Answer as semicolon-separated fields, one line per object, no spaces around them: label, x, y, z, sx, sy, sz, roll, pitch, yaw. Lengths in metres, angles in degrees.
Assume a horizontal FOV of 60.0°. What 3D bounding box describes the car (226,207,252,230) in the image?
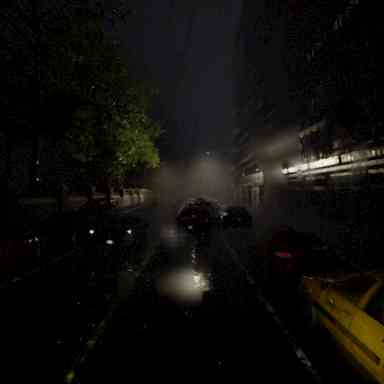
car;2.690;1.562;20.849;1.947;1.339;4.313;0;0;0

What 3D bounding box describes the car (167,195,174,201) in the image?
car;-5.689;1.570;88.240;1.752;1.417;4.829;0;0;0

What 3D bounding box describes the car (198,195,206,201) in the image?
car;2.691;1.484;88.411;1.967;1.590;4.097;0;0;0

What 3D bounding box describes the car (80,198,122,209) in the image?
car;-5.690;1.311;20.849;2.192;1.841;5.009;0;0;0

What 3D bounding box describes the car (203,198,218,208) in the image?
car;2.691;1.550;48.999;1.887;1.381;4.507;0;0;0

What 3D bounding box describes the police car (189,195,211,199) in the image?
police car;0.901;1.423;33.719;1.930;1.638;5.238;0;0;0

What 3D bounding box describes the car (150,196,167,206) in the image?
car;-5.690;1.450;54.630;1.967;1.590;4.097;0;0;0

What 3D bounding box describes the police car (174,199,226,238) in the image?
police car;0.444;1.422;17.906;1.930;1.638;5.238;0;0;12

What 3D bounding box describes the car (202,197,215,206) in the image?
car;2.691;1.554;54.630;1.887;1.381;4.507;0;0;0

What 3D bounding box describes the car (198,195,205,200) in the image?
car;2.692;1.618;94.041;1.947;1.339;4.313;0;0;0

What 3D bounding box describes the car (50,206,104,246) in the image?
car;-5.691;1.541;15.217;1.887;1.381;4.507;0;0;0

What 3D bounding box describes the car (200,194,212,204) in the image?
car;2.690;1.334;65.889;2.192;1.841;5.009;0;0;0

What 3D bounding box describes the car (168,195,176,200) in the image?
car;-5.688;1.604;94.041;2.008;1.369;4.403;0;0;0

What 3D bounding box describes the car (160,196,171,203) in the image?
car;-5.689;1.575;71.520;2.008;1.369;4.403;0;0;0

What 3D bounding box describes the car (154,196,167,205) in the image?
car;-5.690;1.455;60.258;1.967;1.590;4.097;0;0;0

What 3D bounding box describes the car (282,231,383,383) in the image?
car;2.690;1.524;4.126;1.752;1.417;4.829;0;0;0

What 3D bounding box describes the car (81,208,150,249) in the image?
car;-3.100;1.597;14.813;1.895;1.301;4.718;0;0;0

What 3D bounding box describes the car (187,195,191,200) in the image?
car;0.002;1.555;52.122;2.033;1.411;5.357;0;0;0

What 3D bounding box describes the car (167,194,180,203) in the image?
car;-2.999;1.125;55.354;1.837;1.490;4.892;0;0;0

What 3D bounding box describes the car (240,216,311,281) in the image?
car;2.689;1.579;9.587;1.802;1.307;4.206;0;0;0

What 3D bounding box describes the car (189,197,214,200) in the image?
car;0.901;1.474;27.609;1.882;1.535;5.008;0;0;0

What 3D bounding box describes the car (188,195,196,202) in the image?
car;0.003;1.363;73.228;1.882;1.535;5.008;0;0;0

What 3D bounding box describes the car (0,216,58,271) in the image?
car;-5.691;1.579;9.586;1.802;1.307;4.206;0;0;0

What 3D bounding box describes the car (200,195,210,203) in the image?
car;2.691;1.464;71.520;1.967;1.590;4.097;0;0;0
